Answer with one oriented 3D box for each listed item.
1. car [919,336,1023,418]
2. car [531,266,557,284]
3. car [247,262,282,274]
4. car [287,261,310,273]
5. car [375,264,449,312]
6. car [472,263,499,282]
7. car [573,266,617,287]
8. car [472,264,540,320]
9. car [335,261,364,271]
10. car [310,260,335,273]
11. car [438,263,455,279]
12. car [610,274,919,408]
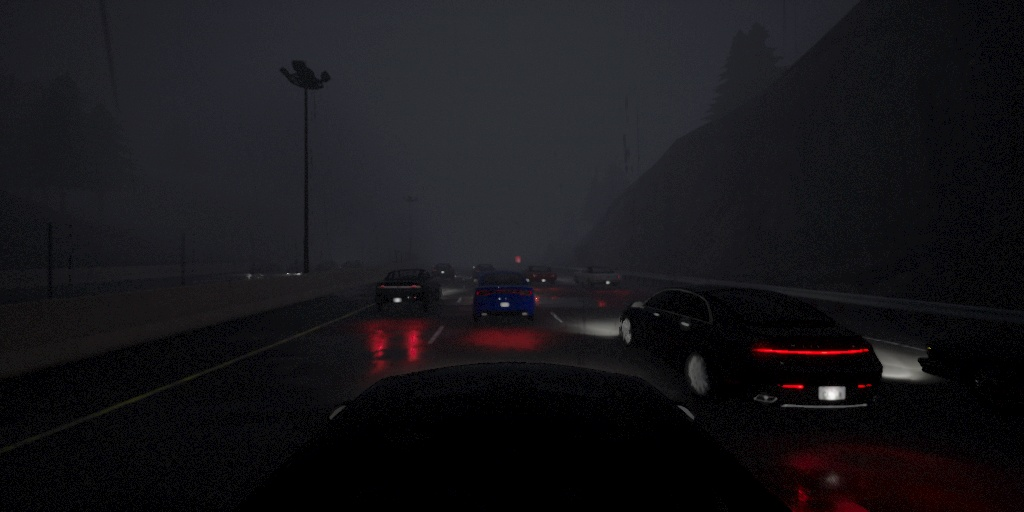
[{"bbox_3d":[7.039,1.281,2.851,2.033,1.411,5.357,0,0,-1],"label":"car"},{"bbox_3d":[1.837,1.354,26.272,1.895,1.301,4.718,0,0,-7],"label":"car"},{"bbox_3d":[-29.957,1.381,43.620,2.033,1.411,5.357,0,0,-11],"label":"car"},{"bbox_3d":[-26.807,1.332,45.676,1.837,1.490,4.892,0,0,-11],"label":"car"},{"bbox_3d":[-3.984,1.255,14.359,2.128,1.511,4.902,0,0,-4],"label":"car"},{"bbox_3d":[-2.316,1.328,30.305,1.994,1.385,4.181,0,0,-9],"label":"car"},{"bbox_3d":[5.626,1.345,24.213,1.895,1.301,4.718,0,0,-7],"label":"car"},{"bbox_3d":[-0.353,1.232,12.655,1.882,1.535,5.008,0,0,-3],"label":"car"},{"bbox_3d":[-19.083,1.299,42.861,2.128,1.511,4.902,0,0,-12],"label":"car"},{"bbox_3d":[-23.049,1.321,44.767,1.837,1.490,4.892,0,0,-12],"label":"car"},{"bbox_3d":[-6.207,1.338,32.392,1.994,1.385,4.181,0,0,-10],"label":"car"},{"bbox_3d":[3.435,1.248,6.332,1.837,1.490,4.892,0,0,-1],"label":"car"}]
